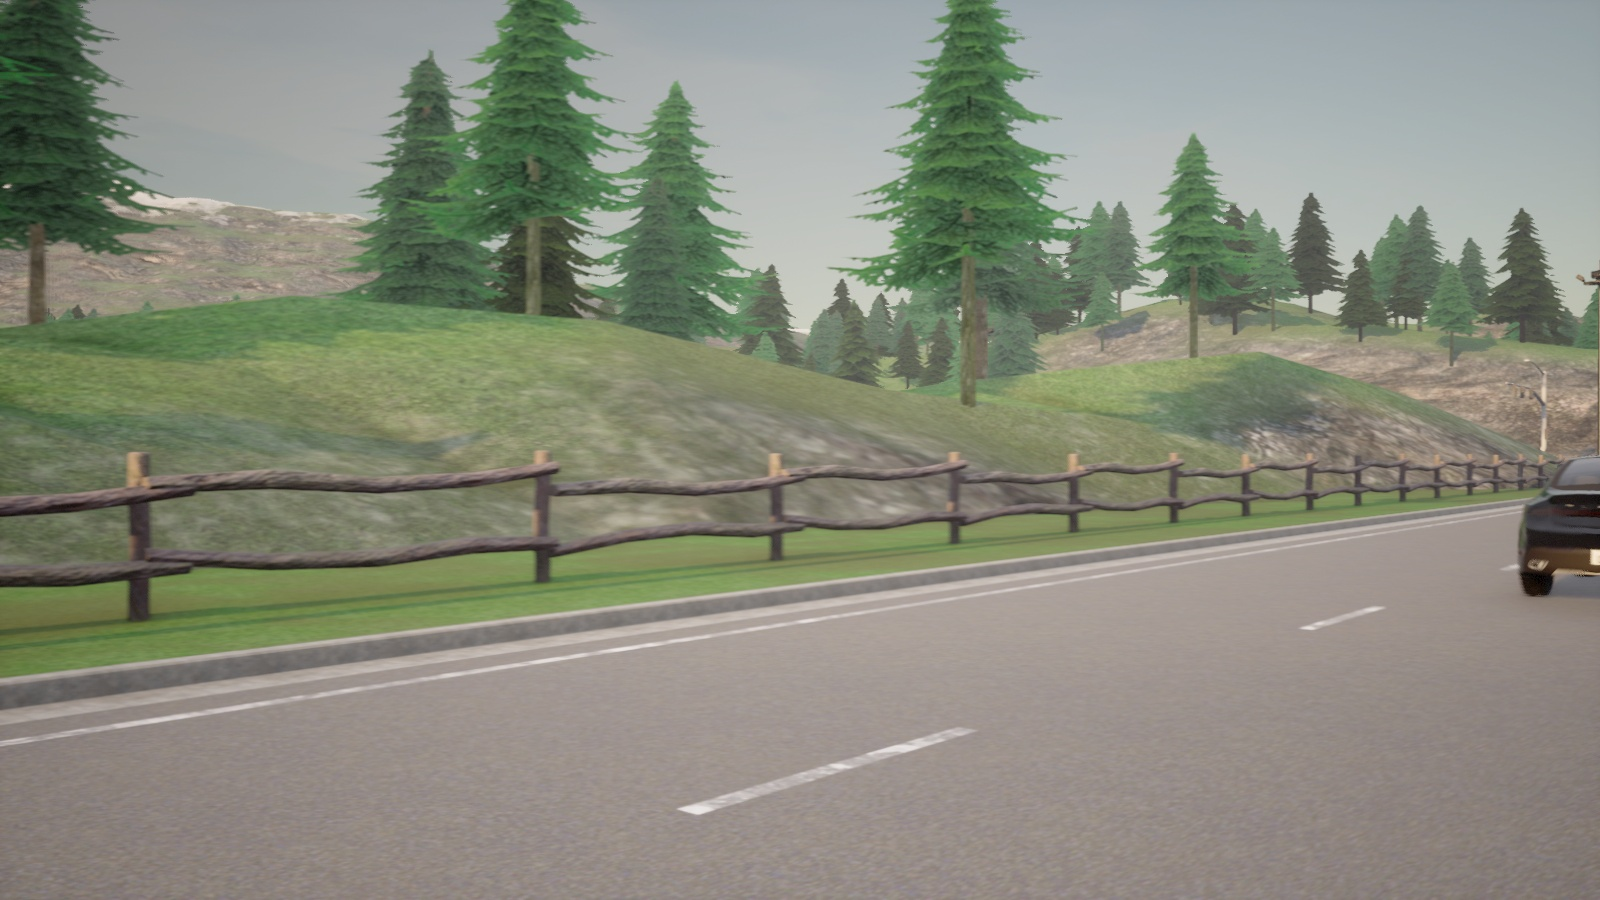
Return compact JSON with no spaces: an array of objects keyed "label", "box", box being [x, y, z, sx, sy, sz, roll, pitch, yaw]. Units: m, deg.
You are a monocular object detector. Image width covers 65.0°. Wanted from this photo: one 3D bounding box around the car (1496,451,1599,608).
[{"label":"car","box":[9.257,0.767,13.802,1.837,1.490,4.892,0,0,41]}]
